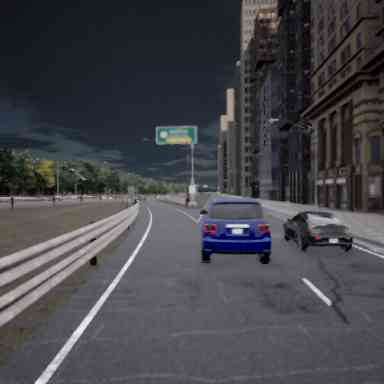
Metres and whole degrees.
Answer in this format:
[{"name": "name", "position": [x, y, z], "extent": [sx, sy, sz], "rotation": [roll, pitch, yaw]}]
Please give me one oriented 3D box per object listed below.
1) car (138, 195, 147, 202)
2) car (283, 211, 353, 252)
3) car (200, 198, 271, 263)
[{"name": "car", "position": [-10.962, 1.382, 73.769], "extent": [2.033, 1.411, 5.357], "rotation": [0, 0, -12]}, {"name": "car", "position": [5.084, 1.534, 13.886], "extent": [1.812, 1.442, 4.674], "rotation": [0, 0, 4]}, {"name": "car", "position": [1.477, 1.238, 12.236], "extent": [2.150, 2.045, 5.566], "rotation": [0, 0, 4]}]
